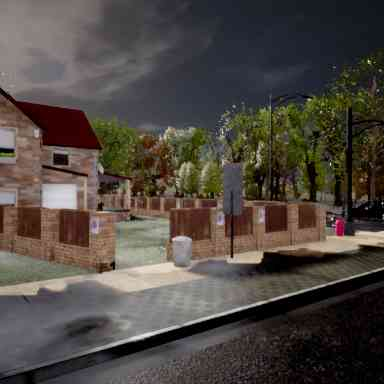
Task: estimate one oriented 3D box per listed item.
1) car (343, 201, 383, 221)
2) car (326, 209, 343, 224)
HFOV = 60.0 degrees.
[{"bbox_3d":[14.109,1.462,25.887,1.837,1.490,4.892,0,0,-36],"label":"car"},{"bbox_3d":[7.684,1.469,23.349,1.812,1.442,4.674,0,0,-36],"label":"car"}]
